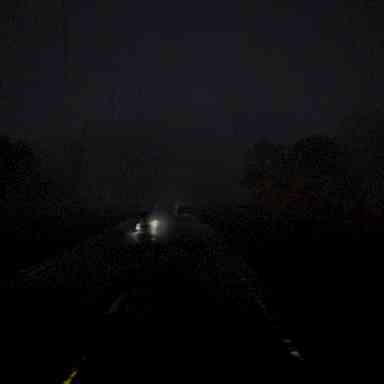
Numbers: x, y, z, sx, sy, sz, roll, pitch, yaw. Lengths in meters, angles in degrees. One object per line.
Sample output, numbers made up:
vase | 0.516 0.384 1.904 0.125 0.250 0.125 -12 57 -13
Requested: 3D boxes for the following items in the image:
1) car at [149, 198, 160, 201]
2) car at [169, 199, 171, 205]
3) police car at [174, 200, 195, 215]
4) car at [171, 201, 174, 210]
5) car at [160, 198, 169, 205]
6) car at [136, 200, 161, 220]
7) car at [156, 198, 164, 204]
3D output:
car | -8.590 2.148 72.345 2.097 1.767 4.553 0 -1 -8
car | -2.354 2.112 55.167 1.837 1.490 4.892 0 -1 -7
police car | -0.781 1.854 39.280 1.930 1.638 5.238 0 -1 -5
car | -1.700 2.066 49.174 1.812 1.442 4.674 0 -1 -6
car | -5.611 2.152 73.135 1.882 1.535 5.008 0 -1 -9
car | -4.277 1.831 32.065 1.882 1.535 5.008 0 -1 -4
car | -9.131 2.449 93.302 1.812 1.442 4.674 0 -1 -11
